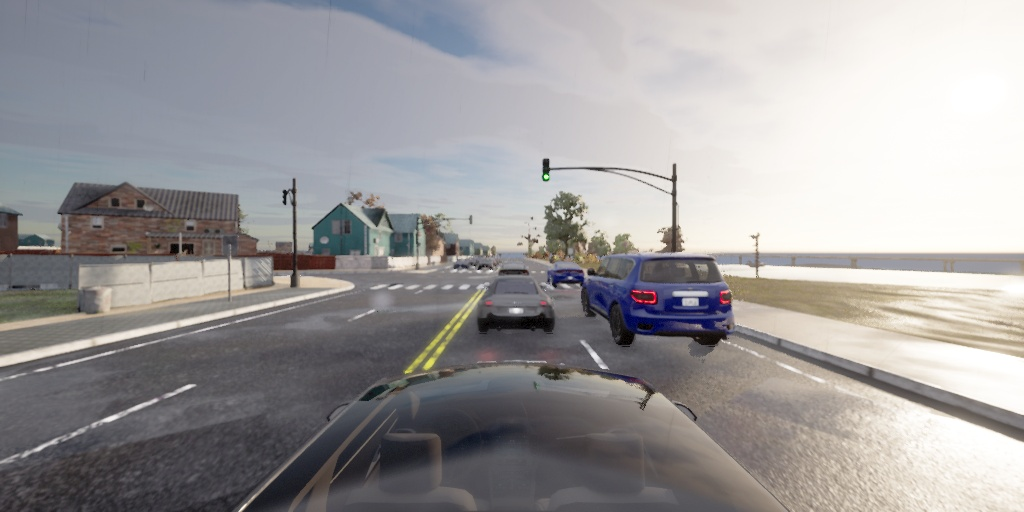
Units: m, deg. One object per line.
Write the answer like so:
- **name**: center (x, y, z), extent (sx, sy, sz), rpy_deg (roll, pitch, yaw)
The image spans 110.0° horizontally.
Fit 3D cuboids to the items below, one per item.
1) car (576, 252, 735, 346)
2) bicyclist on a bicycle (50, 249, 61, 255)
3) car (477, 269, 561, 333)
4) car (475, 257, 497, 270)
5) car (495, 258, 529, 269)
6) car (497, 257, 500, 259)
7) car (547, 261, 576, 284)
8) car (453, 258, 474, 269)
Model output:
- **car**: center (3.349, 0.922, 9.408), extent (2.150, 2.045, 5.566), rpy_deg (0, 1, 0)
- **bicyclist on a bicycle**: center (-29.614, 0.399, 23.263), extent (0.582, 1.620, 1.656), rpy_deg (1, 0, -35)
- **car**: center (0.100, 1.255, 10.523), extent (1.994, 1.385, 4.181), rpy_deg (0, 0, 0)
- **car**: center (-3.340, 0.978, 46.645), extent (1.837, 1.490, 4.892), rpy_deg (0, 0, 0)
- **car**: center (0.099, 1.086, 23.372), extent (1.882, 1.535, 5.008), rpy_deg (0, 0, 0)
- **car**: center (-3.328, 0.949, 55.908), extent (1.812, 1.442, 4.674), rpy_deg (0, 0, 0)
- **car**: center (3.354, 1.088, 23.079), extent (1.882, 1.535, 5.008), rpy_deg (0, 0, 0)
- **car**: center (-6.619, 1.014, 47.730), extent (2.033, 1.411, 5.357), rpy_deg (0, 0, -2)
